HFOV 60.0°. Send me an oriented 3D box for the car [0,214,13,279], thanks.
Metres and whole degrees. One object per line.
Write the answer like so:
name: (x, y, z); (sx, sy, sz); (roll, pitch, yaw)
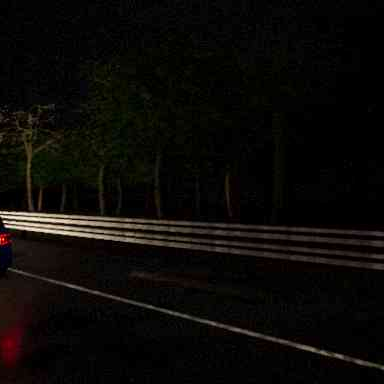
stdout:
car: (-7.088, 1.360, 9.230); (5.566, 2.045, 2.150); (-1, 0, 38)
